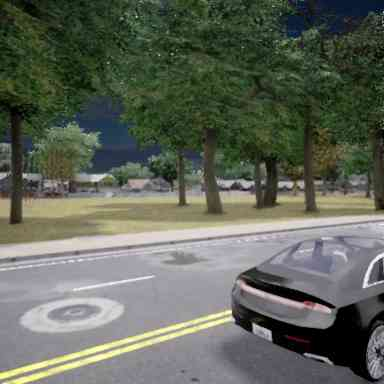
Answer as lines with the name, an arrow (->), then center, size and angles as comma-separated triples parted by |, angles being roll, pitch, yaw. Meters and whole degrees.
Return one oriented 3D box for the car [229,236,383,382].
car -> 2.826, 1.484, 5.454 | 4.902, 1.511, 2.128 | 0, 0, -36
